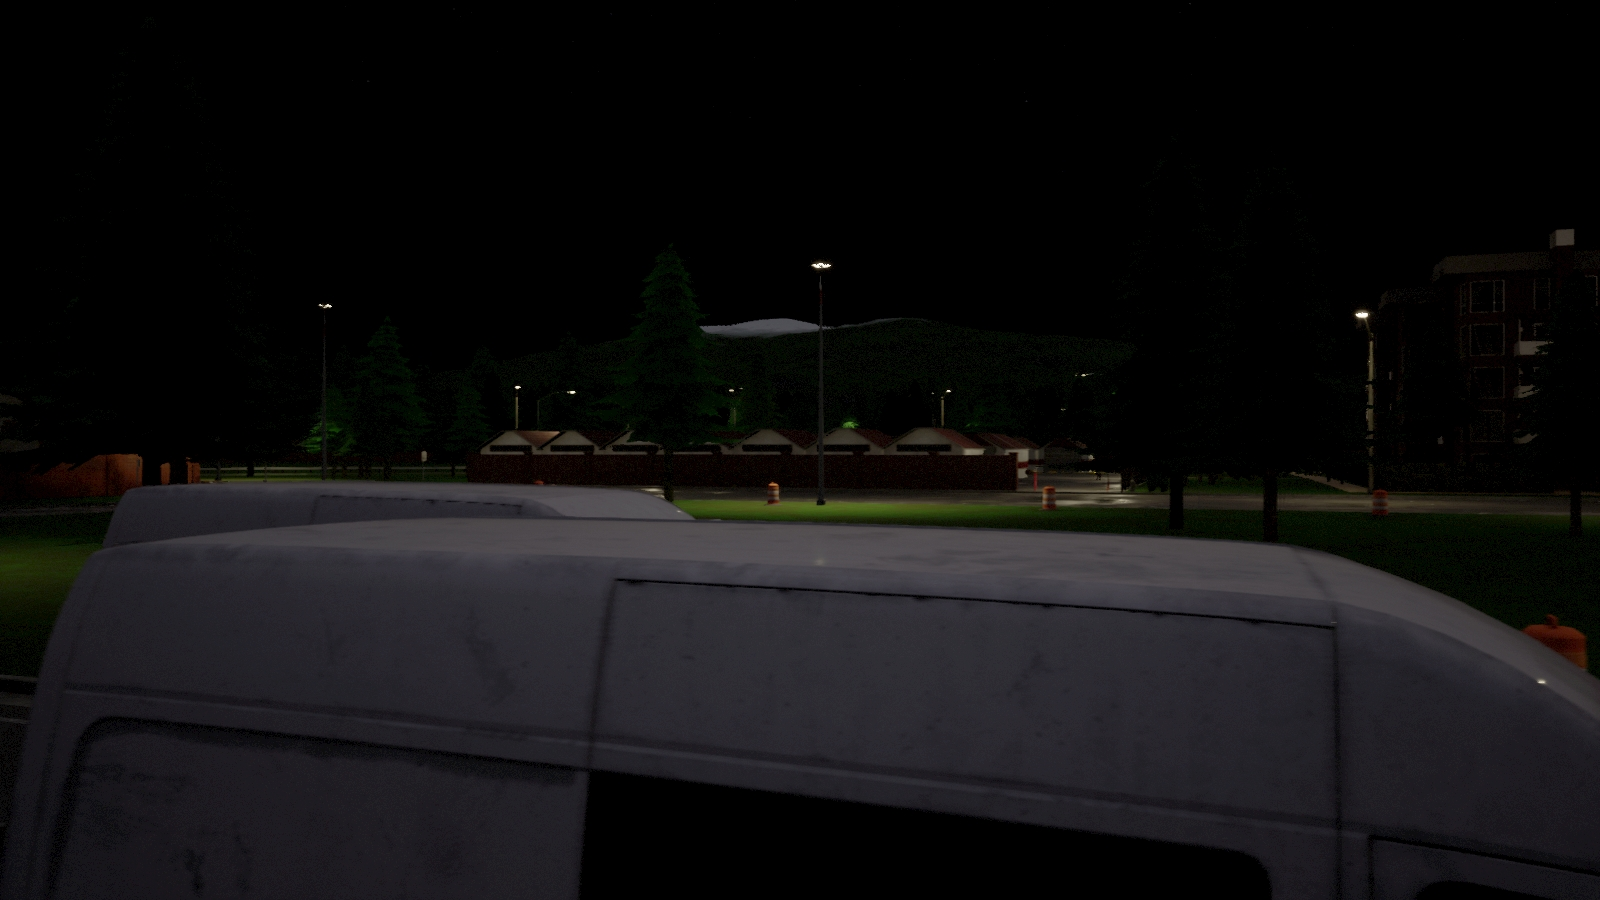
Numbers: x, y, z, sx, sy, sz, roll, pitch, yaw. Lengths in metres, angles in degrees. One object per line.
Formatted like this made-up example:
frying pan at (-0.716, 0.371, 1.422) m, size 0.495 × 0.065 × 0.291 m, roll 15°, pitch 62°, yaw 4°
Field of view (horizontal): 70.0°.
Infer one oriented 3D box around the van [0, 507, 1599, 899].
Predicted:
van at (0.754, 1.534, 3.029) m, size 5.915 × 2.561 × 1.988 m, roll 0°, pitch 0°, yaw 20°
